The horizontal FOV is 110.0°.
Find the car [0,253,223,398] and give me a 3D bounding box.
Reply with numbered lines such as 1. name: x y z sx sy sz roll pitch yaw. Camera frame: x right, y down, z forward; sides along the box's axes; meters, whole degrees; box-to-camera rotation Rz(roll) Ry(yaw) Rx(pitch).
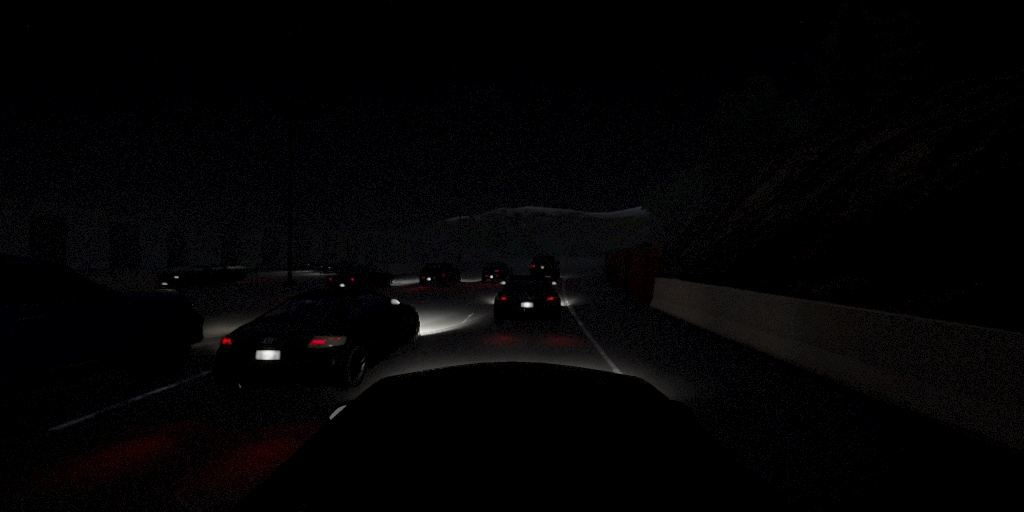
1. car: -6.821 0.953 4.234 2.150 2.045 5.566 0 0 1

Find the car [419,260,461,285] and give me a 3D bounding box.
1. car: -5.024 1.237 25.591 1.837 1.490 4.892 0 0 8

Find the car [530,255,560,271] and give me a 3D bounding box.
1. car: 2.841 0.973 30.400 2.150 2.045 5.566 0 0 10

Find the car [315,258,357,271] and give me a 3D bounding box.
1. car: -20.030 1.194 41.757 1.837 1.490 4.892 0 0 13

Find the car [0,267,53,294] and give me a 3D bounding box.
1. car: -27.255 1.276 18.112 1.895 1.301 4.718 0 0 5

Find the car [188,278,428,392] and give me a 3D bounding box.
1. car: -3.220 1.304 6.838 1.994 1.385 4.181 0 0 2

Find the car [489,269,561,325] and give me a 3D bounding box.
1. car: 0.547 1.313 11.851 1.994 1.385 4.181 0 0 4

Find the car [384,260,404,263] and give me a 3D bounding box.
1. car: -19.525 1.288 58.355 1.895 1.301 4.718 0 0 15

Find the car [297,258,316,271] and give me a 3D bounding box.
1. car: -25.906 1.026 47.364 2.097 1.767 4.553 0 0 14

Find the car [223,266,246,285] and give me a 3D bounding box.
1. car: -19.726 1.295 22.812 1.895 1.301 4.718 0 0 7

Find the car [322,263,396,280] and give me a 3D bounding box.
1. car: -9.069 1.323 21.915 1.895 1.301 4.718 0 0 7

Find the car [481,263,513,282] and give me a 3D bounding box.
1. car: -1.086 1.247 28.142 1.837 1.490 4.892 0 0 9
